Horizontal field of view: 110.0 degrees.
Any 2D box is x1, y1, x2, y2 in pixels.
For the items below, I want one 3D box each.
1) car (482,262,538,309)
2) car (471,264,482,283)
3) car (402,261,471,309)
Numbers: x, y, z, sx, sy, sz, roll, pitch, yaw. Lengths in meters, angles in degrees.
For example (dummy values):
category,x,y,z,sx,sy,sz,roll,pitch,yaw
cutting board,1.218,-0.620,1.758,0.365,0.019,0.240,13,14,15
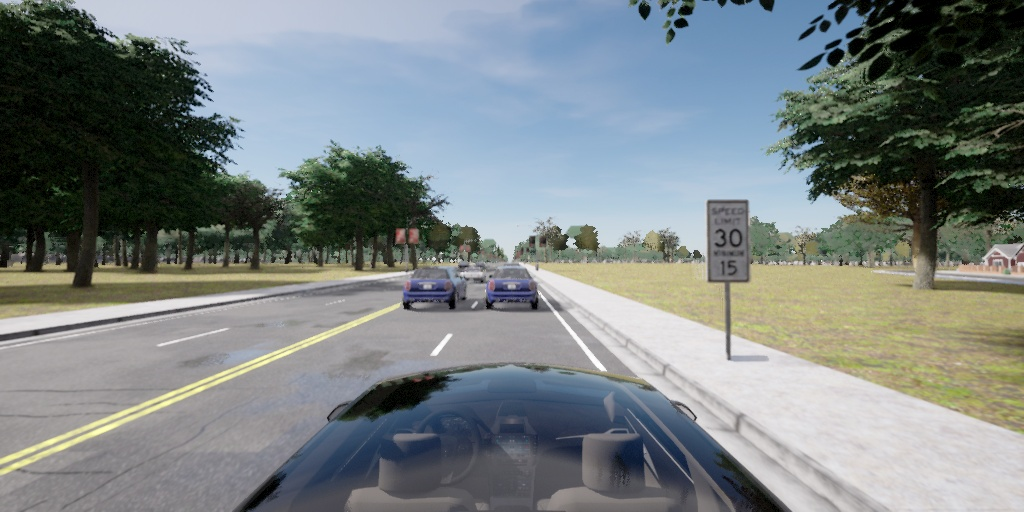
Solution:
category,x,y,z,sx,sy,sz,roll,pitch,yaw
car,-0.003,1.233,15.945,2.097,1.767,4.553,0,-1,0
car,-3.259,1.618,30.975,1.895,1.301,4.718,0,0,0
car,-3.253,1.233,15.943,2.097,1.767,4.553,0,-1,0
